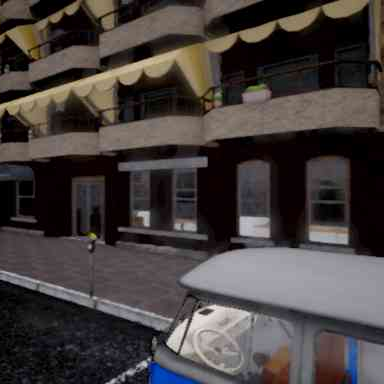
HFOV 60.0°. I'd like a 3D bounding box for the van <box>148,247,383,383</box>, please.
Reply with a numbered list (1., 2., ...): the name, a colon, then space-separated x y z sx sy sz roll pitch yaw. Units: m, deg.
1. van: 1.516 1.341 1.794 3.998 1.788 1.690 0 0 35
